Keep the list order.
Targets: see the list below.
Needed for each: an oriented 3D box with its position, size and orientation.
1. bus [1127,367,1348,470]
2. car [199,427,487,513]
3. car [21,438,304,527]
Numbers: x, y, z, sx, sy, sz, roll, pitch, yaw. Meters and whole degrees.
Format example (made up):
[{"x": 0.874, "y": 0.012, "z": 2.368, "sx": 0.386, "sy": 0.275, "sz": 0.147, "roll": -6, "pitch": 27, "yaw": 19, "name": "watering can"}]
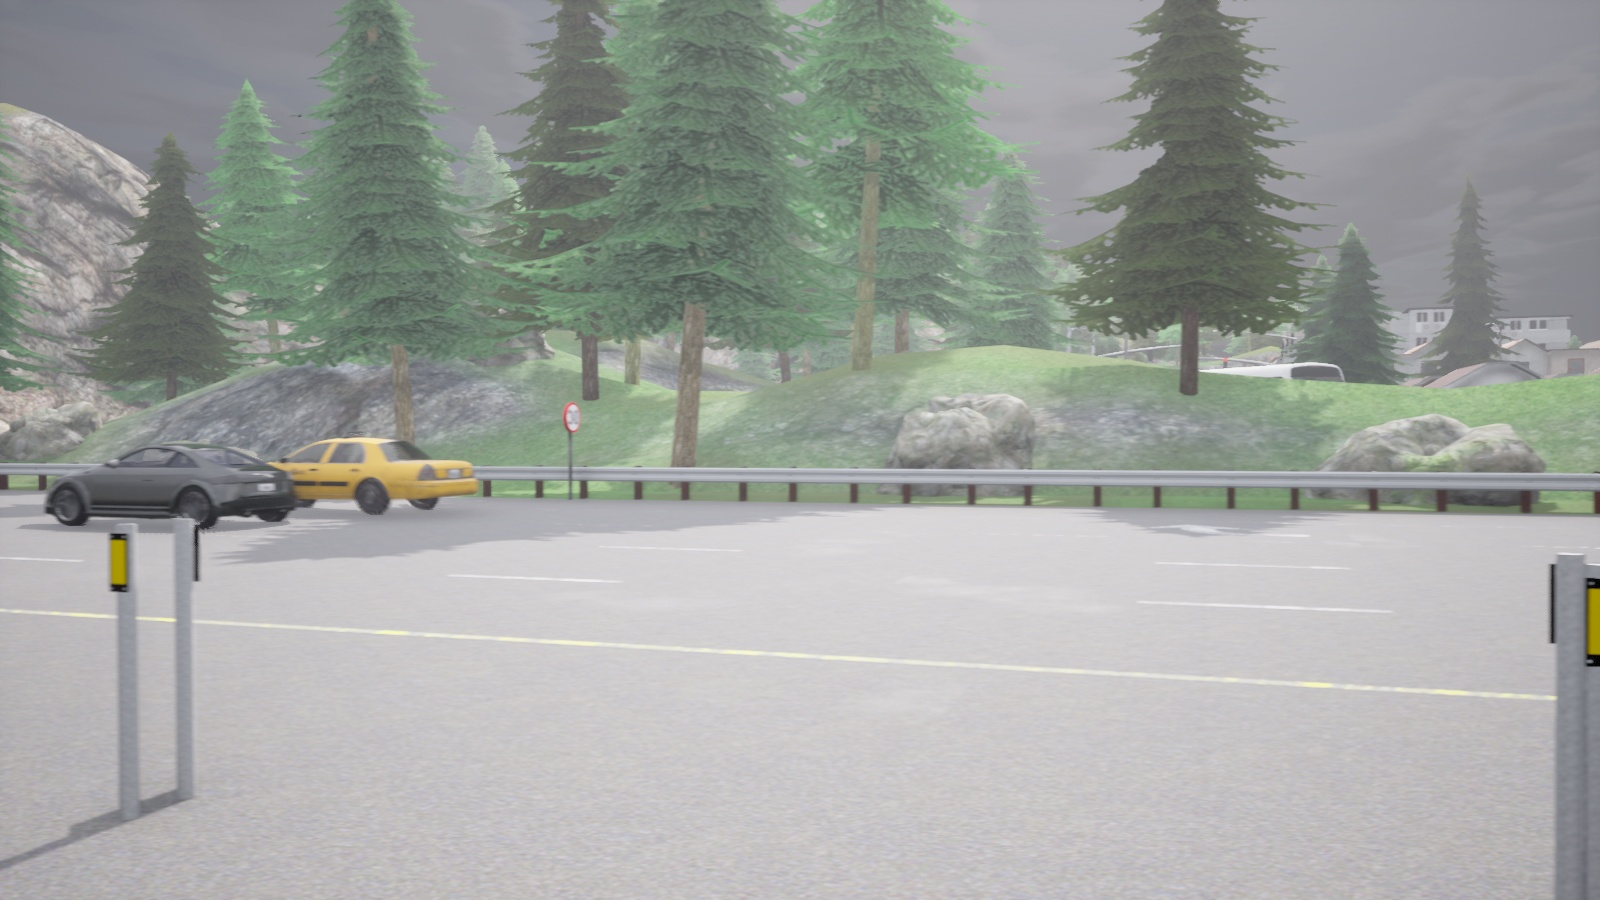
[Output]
[{"x": 19.517, "y": -1.410, "z": 57.069, "sx": 3.944, "sy": 4.253, "sz": 10.273, "roll": -1, "pitch": 1, "yaw": -19, "name": "bus"}, {"x": -8.973, "y": 0.337, "z": 24.676, "sx": 5.366, "sy": 1.575, "sz": 1.801, "roll": 1, "pitch": 1, "yaw": 19, "name": "car"}, {"x": -10.958, "y": 0.502, "z": 21.653, "sx": 4.181, "sy": 1.385, "sz": 1.994, "roll": 1, "pitch": 1, "yaw": 19, "name": "car"}]
